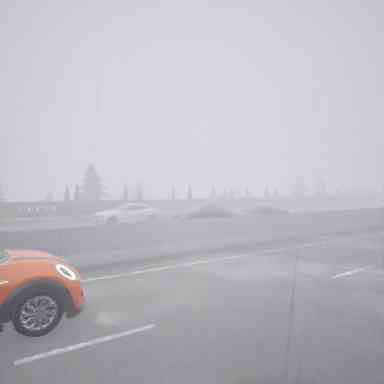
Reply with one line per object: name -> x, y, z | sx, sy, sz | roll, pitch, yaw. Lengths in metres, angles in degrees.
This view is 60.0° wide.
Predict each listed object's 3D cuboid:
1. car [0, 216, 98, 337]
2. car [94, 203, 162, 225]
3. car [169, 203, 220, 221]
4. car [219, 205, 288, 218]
car -> -4.092, 1.355, 5.125 | 4.553, 1.767, 2.097 | 0, 0, -36
car -> -4.256, 1.483, 22.435 | 4.674, 1.442, 1.812 | 0, 0, -36
car -> 0.701, 1.467, 21.671 | 4.674, 1.442, 1.812 | 0, 0, -36
car -> 4.011, 1.498, 19.744 | 4.181, 1.385, 1.994 | 0, 0, -35
